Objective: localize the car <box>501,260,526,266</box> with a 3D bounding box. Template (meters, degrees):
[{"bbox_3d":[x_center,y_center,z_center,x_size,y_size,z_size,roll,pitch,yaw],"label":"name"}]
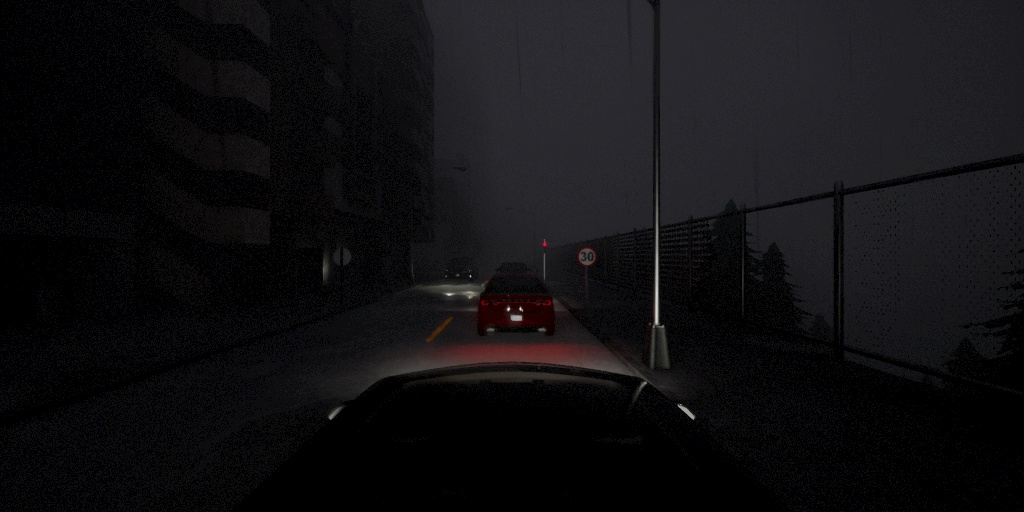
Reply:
[{"bbox_3d":[0.086,1.102,20.806,2.097,1.767,4.553,0,0,0],"label":"car"}]

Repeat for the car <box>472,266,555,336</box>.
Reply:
[{"bbox_3d":[0.092,1.228,10.436,1.882,1.535,5.008,0,0,0],"label":"car"}]

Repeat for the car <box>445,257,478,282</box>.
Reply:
[{"bbox_3d":[-4.020,1.078,29.385,2.150,2.045,5.566,0,0,0],"label":"car"}]
